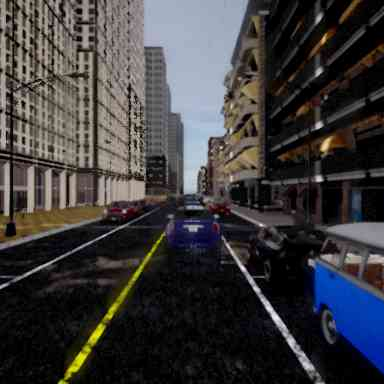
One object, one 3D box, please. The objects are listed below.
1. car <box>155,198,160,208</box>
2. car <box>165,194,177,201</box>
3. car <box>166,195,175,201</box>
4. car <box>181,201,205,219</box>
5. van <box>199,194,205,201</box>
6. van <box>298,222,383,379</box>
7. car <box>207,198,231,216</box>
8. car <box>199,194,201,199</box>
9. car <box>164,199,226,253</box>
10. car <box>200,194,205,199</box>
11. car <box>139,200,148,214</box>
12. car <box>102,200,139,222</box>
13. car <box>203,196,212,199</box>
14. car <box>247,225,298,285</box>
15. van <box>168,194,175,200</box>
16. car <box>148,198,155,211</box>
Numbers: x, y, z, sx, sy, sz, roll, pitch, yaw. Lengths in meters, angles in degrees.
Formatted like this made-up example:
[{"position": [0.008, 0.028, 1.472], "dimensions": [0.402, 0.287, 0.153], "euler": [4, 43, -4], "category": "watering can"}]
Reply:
[{"position": [-5.714, 1.579, 48.856], "dimensions": [1.802, 1.307, 4.206], "euler": [0, 0, 0], "category": "car"}, {"position": [-3.103, 1.501, 51.568], "dimensions": [1.837, 1.490, 4.892], "euler": [0, 0, 0], "category": "car"}, {"position": [-5.733, 1.585, 88.396], "dimensions": [1.947, 1.339, 4.313], "euler": [0, 0, 0], "category": "car"}, {"position": [0.058, 1.559, 29.663], "dimensions": [1.994, 1.385, 4.181], "euler": [0, 0, 0], "category": "car"}, {"position": [2.647, 1.360, 88.400], "dimensions": [1.690, 1.788, 3.998], "euler": [0, 0, 0], "category": "van"}, {"position": [2.688, 1.340, 3.670], "dimensions": [1.690, 1.788, 3.998], "euler": [0, 0, 0], "category": "van"}, {"position": [2.674, 1.540, 31.913], "dimensions": [1.887, 1.381, 4.507], "euler": [0, 0, 0], "category": "car"}, {"position": [2.650, 1.596, 82.751], "dimensions": [1.802, 1.307, 4.206], "euler": [0, 0, 0], "category": "car"}, {"position": [0.061, 1.349, 13.776], "dimensions": [2.097, 1.767, 4.553], "euler": [0, 0, 0], "category": "car"}, {"position": [2.970, 1.528, 61.721], "dimensions": [1.812, 1.442, 4.674], "euler": [0, 0, 0], "category": "car"}, {"position": [-5.705, 1.578, 31.909], "dimensions": [1.802, 1.307, 4.206], "euler": [0, 0, 0], "category": "car"}, {"position": [-5.703, 1.437, 26.262], "dimensions": [1.967, 1.590, 4.097], "euler": [0, 0, 0], "category": "car"}, {"position": [2.669, 1.520, 43.381], "dimensions": [1.752, 1.417, 4.829], "euler": [0, 0, 0], "category": "car"}, {"position": [2.686, 1.564, 9.319], "dimensions": [1.947, 1.339, 4.313], "euler": [0, 0, 0], "category": "car"}, {"position": [-5.737, 1.365, 94.044], "dimensions": [1.690, 1.788, 3.998], "euler": [0, 0, 0], "category": "van"}, {"position": [-5.709, 1.562, 37.559], "dimensions": [1.947, 1.339, 4.313], "euler": [0, 0, 0], "category": "car"}]
